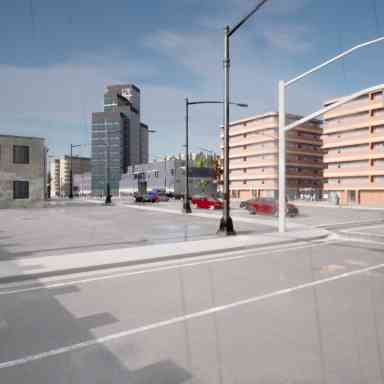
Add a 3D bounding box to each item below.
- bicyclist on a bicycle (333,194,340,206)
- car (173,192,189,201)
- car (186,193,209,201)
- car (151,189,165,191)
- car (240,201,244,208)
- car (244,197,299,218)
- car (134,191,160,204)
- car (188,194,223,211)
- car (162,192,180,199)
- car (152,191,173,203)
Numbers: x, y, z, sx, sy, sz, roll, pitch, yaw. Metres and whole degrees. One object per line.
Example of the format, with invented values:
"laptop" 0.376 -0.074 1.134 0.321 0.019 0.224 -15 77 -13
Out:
"bicyclist on a bicycle" 20.042 1.094 45.989 1.656 1.620 0.582 0 1 -34
"car" -1.842 0.862 61.459 1.837 1.490 4.892 0 1 -34
"car" 1.042 0.959 63.344 1.895 1.301 4.718 0 1 -34
"car" -7.497 0.334 69.631 2.150 2.045 5.566 0 1 -34
"car" 7.399 1.364 35.265 2.033 1.411 5.357 0 1 -34
"car" 7.166 1.231 29.406 2.097 1.767 4.553 0 1 -34
"car" -7.066 1.032 50.257 1.994 1.385 4.181 0 1 -34
"car" 1.958 1.227 37.010 1.882 1.535 5.008 0 1 -34
"car" -4.592 0.661 71.584 1.994 1.385 4.181 0 1 -34
"car" -5.387 0.956 54.018 1.812 1.442 4.674 0 1 -34
